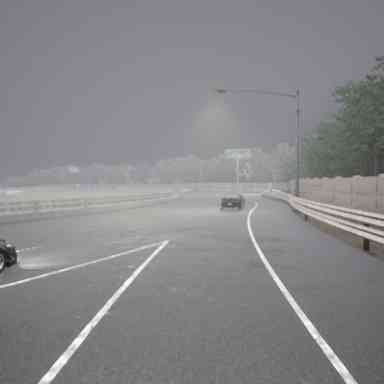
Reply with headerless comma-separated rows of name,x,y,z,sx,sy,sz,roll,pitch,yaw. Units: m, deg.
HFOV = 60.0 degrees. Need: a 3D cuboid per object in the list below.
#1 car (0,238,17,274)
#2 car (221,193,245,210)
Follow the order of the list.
car,-6.306,1.421,7.533,1.994,1.385,4.181,0,1,29
car,4.077,0.886,32.672,1.882,1.535,5.008,1,1,15
